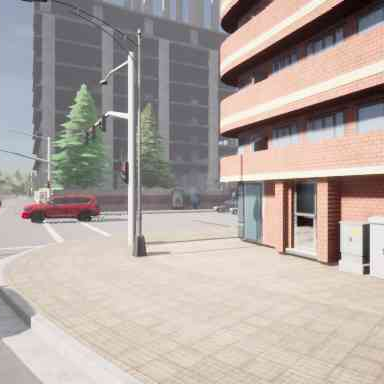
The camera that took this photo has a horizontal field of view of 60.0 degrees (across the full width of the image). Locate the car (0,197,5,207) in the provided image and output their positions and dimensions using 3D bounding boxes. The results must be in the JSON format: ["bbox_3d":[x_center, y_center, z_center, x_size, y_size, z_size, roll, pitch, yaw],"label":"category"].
[{"bbox_3d":[-30.583,1.504,51.969,1.837,1.490,4.892,0,0,-27],"label":"car"}]

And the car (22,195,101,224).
[{"bbox_3d":[-9.816,1.272,25.250,5.566,2.045,2.150,0,0,-27],"label":"car"}]

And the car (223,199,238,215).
[{"bbox_3d":[5.953,1.547,33.121,4.902,1.511,2.128,0,0,-27],"label":"car"}]

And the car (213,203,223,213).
[{"bbox_3d":[4.659,1.547,36.386,4.902,1.511,2.128,0,0,-27],"label":"car"}]
